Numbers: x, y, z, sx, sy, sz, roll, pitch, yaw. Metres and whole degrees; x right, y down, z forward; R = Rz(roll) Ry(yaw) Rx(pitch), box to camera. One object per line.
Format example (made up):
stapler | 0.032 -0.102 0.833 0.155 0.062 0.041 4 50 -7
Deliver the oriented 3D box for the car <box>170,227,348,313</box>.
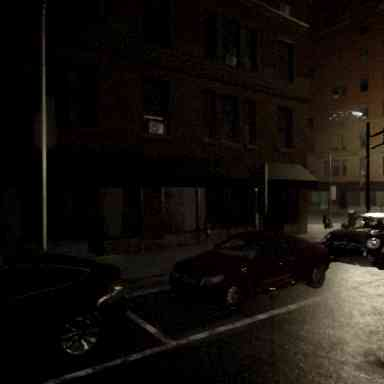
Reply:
car | 1.492 1.578 7.590 4.206 1.307 1.802 0 0 -35

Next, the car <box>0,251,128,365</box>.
car | -2.990 1.566 4.401 4.313 1.339 1.947 0 0 -35

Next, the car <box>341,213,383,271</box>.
car | 5.975 1.433 10.780 4.097 1.590 1.967 0 0 -35
